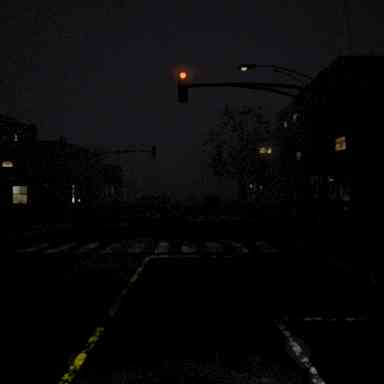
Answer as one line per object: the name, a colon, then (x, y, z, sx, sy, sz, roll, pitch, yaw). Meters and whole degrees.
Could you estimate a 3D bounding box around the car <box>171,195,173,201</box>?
car: (-5.704, 1.282, 69.160, 2.192, 1.841, 5.009, -1, 0, 0)

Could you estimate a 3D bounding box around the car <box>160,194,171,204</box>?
car: (-5.704, 1.285, 63.616, 2.192, 1.841, 5.009, -1, 0, 0)

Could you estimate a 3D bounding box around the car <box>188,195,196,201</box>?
car: (-0.011, 1.412, 77.845, 1.994, 1.385, 4.181, 0, 0, 0)

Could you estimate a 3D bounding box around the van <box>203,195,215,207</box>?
van: (2.679, 1.317, 52.529, 1.690, 1.788, 3.998, -1, 0, 0)

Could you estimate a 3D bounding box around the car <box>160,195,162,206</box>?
car: (-5.700, 1.523, 46.984, 1.887, 1.381, 4.507, -1, 0, 0)

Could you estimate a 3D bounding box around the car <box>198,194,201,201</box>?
car: (2.679, 1.521, 63.617, 2.008, 1.369, 4.403, -1, 0, 0)

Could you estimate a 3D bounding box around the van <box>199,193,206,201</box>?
van: (2.674, 1.299, 85.793, 1.690, 1.788, 3.998, -1, 0, 0)

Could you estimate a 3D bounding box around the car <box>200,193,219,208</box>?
car: (2.679, 1.293, 46.985, 2.192, 1.841, 5.009, -1, 0, 0)

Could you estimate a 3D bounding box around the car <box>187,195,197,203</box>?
car: (-0.010, 1.446, 67.394, 1.882, 1.535, 5.008, 0, 0, 0)

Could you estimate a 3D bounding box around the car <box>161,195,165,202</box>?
car: (-5.700, 1.557, 52.528, 1.802, 1.307, 4.206, -1, 0, 0)

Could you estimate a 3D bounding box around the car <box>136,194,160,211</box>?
car: (-5.700, 1.296, 41.440, 2.192, 1.841, 5.009, -1, 0, 0)
